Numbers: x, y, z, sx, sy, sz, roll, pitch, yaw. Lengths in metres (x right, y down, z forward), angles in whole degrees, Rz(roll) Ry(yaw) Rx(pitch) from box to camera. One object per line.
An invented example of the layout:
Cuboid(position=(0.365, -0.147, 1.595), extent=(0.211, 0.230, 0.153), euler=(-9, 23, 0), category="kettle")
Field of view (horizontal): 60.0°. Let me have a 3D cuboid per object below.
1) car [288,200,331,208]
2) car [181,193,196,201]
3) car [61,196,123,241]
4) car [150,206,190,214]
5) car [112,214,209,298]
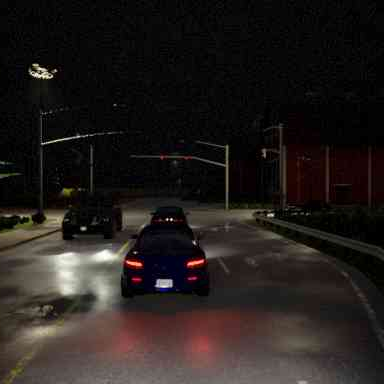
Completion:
Cuboid(position=(12.762, 1.553, 36.121), extent=(4.674, 1.442, 1.812), euler=(0, 0, -3), category="car")
Cuboid(position=(-0.745, 1.146, 81.629), extent=(3.866, 1.878, 1.905), euler=(-3, 4, 44), category="car")
Cuboid(position=(-4.893, 1.222, 17.110), extent=(2.150, 2.045, 5.566), euler=(0, 0, -5), category="car")
Cuboid(position=(-1.191, 1.505, 17.697), extent=(1.837, 1.490, 4.892), euler=(0, 0, -3), category="car")
Cuboid(position=(-0.630, 1.526, 8.453), extent=(1.812, 1.442, 4.674), euler=(0, 0, -3), category="car")
